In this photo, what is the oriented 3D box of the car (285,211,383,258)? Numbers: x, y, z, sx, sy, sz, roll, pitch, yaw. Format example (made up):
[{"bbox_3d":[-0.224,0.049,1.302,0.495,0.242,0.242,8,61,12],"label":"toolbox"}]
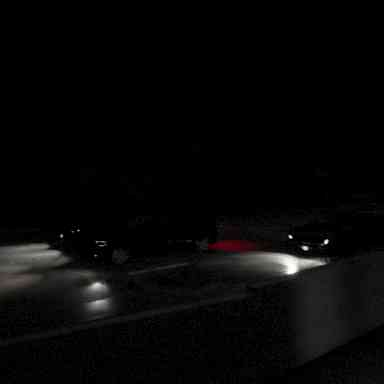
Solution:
[{"bbox_3d":[5.885,1.425,12.488,5.357,1.411,2.033,-1,1,-35],"label":"car"}]

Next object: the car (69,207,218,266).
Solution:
[{"bbox_3d":[-1.364,1.440,11.617,5.008,1.535,1.882,-1,1,-35],"label":"car"}]

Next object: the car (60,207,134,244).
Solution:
[{"bbox_3d":[-3.200,1.464,14.607,4.892,1.490,1.837,-1,1,-35],"label":"car"}]
